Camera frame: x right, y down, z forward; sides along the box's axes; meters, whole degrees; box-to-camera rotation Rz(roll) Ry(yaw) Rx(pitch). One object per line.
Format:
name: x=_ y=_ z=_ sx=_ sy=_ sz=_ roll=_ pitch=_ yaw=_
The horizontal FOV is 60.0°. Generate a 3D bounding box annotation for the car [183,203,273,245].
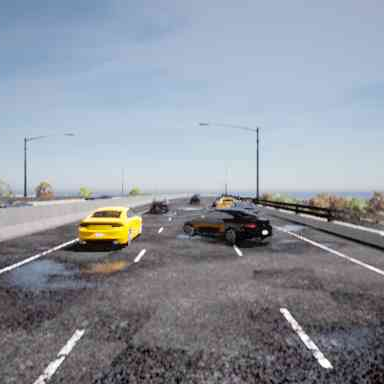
car: x=1.519 y=1.462 z=15.246 sx=1.812 sy=1.442 sz=4.674 roll=0 pitch=0 yaw=-38

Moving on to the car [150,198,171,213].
car: x=-3.279 y=1.369 z=34.883 sx=2.128 sy=1.511 sz=4.902 roll=0 pitch=0 yaw=1

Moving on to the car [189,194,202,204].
car: x=0.557 y=1.352 z=56.975 sx=1.837 sy=1.490 sz=4.892 roll=0 pitch=1 yaw=2

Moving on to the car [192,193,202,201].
car: x=1.230 y=1.172 z=78.052 sx=2.097 sy=1.767 sz=4.553 roll=0 pitch=0 yaw=2

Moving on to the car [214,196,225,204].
car: x=3.609 y=1.355 z=34.615 sx=1.882 sy=1.535 sz=5.008 roll=0 pitch=0 yaw=1

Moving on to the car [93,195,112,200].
car: x=-16.782 y=1.314 z=64.101 sx=1.882 sy=1.535 sz=5.008 roll=0 pitch=0 yaw=2

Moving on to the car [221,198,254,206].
car: x=3.500 y=1.398 z=23.693 sx=2.128 sy=1.511 sz=4.902 roll=0 pitch=0 yaw=0

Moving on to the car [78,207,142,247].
car: x=-3.430 y=1.416 z=14.752 sx=1.882 sy=1.535 sz=5.008 roll=0 pitch=0 yaw=0

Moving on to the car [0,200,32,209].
car: x=-14.075 y=1.393 z=25.496 sx=2.128 sy=1.511 sz=4.902 roll=0 pitch=0 yaw=0

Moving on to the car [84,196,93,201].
car: x=-20.160 y=1.399 z=67.245 sx=1.895 sy=1.301 sz=4.718 roll=0 pitch=0 yaw=2

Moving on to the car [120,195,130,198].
car: x=-13.196 y=1.377 z=66.165 sx=2.033 sy=1.411 sz=5.357 roll=0 pitch=0 yaw=2

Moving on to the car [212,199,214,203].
car: x=3.789 y=1.290 z=45.536 sx=2.033 sy=1.649 sz=4.856 roll=0 pitch=0 yaw=1
